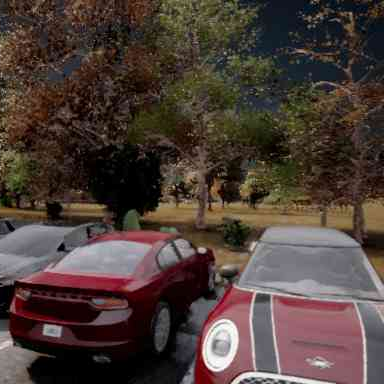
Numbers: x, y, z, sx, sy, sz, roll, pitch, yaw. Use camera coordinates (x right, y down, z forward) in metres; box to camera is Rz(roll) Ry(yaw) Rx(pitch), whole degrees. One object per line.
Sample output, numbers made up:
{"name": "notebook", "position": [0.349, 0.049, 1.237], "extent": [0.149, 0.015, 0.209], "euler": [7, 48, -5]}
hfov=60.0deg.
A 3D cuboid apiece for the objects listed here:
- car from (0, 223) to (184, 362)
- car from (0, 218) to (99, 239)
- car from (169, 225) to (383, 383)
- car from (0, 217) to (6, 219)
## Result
{"name": "car", "position": [-0.894, 1.458, 6.164], "extent": [2.097, 1.535, 5.008], "euler": [0, -1, 16]}
{"name": "car", "position": [-3.282, 1.468, 7.890], "extent": [2.163, 1.488, 4.792], "euler": [1, 0, 17]}
{"name": "car", "position": [1.522, 1.354, 4.461], "extent": [2.185, 1.767, 4.553], "euler": [1, 0, 16]}
{"name": "car", "position": [-5.650, 1.449, 9.723], "extent": [2.163, 1.488, 4.792], "euler": [0, 0, 17]}
